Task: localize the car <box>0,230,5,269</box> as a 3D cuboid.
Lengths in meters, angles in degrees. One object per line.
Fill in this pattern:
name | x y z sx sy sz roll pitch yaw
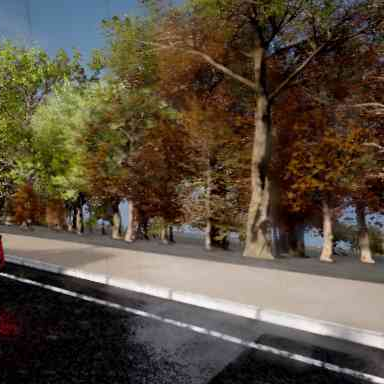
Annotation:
car | -7.137 1.291 8.775 5.566 2.045 2.150 0 0 35
